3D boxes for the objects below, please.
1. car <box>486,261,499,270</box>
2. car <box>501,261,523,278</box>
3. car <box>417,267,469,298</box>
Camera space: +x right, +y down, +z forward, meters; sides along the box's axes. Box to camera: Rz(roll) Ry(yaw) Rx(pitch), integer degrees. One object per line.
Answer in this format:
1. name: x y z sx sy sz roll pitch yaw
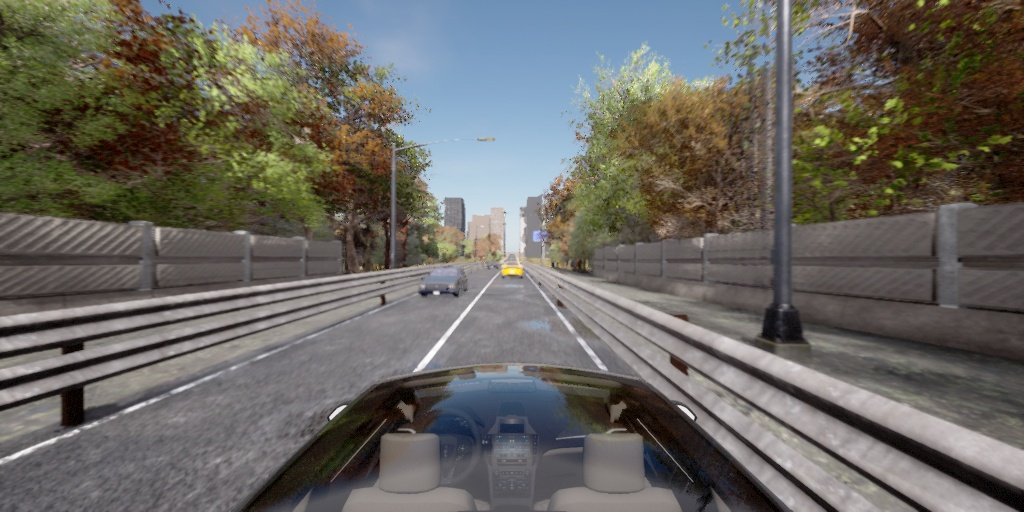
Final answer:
1. car: -3.247 1.560 61.315 1.837 1.490 4.892 0 -1 1
2. car: 0.018 1.246 33.734 1.882 1.535 5.008 0 0 0
3. car: -3.338 1.257 18.534 2.033 1.411 5.357 0 0 0
